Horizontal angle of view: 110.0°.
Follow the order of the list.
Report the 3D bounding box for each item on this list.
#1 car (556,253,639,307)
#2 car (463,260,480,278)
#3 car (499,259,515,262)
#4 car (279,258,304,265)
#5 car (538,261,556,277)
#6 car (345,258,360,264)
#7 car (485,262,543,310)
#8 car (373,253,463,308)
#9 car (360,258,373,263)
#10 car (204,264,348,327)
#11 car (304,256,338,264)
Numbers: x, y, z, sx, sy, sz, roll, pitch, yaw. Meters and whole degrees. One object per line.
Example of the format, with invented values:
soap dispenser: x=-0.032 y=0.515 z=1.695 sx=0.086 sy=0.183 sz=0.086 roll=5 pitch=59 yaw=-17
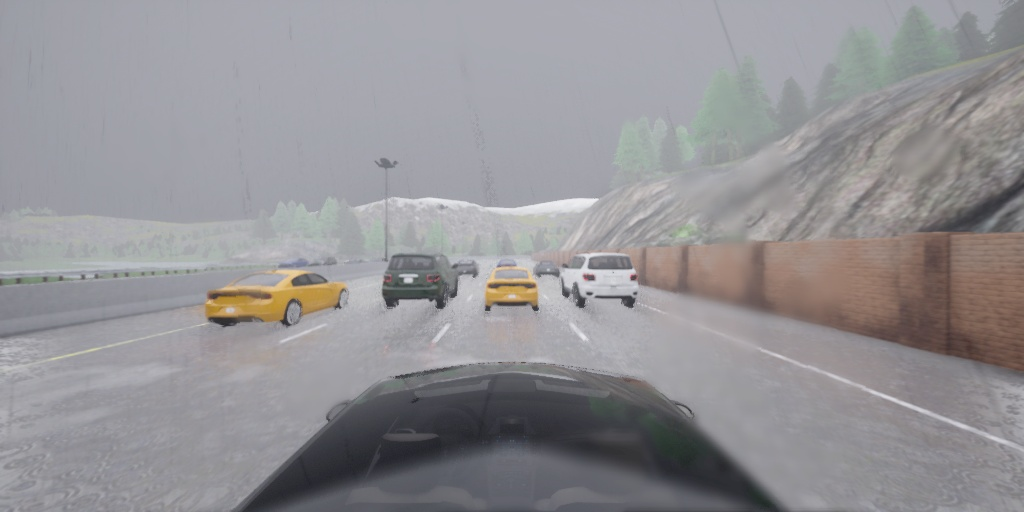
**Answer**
car: x=3.446 y=0.895 z=15.052 sx=2.150 sy=2.045 sz=5.566 roll=0 pitch=0 yaw=-1
car: x=-3.928 y=1.071 z=31.756 sx=2.128 sy=1.511 sz=4.902 roll=0 pitch=0 yaw=-1
car: x=-0.465 y=1.047 z=33.350 sx=1.882 sy=1.535 sz=5.008 roll=0 pitch=0 yaw=-1
car: x=-28.977 y=0.969 z=47.923 sx=1.882 sy=1.535 sz=5.008 roll=0 pitch=0 yaw=-1
car: x=3.056 y=1.137 z=32.496 sx=1.994 sy=1.385 sz=4.181 roll=0 pitch=0 yaw=-1
car: x=-22.034 y=1.036 z=50.930 sx=1.994 sy=1.385 sz=4.181 roll=0 pitch=0 yaw=-1
car: x=-0.042 y=1.156 z=14.224 sx=1.882 sy=1.535 sz=5.008 roll=0 pitch=0 yaw=-1
car: x=-3.549 y=0.897 z=14.796 sx=2.150 sy=2.045 sz=5.566 roll=0 pitch=0 yaw=-1
car: x=-18.505 y=0.987 z=49.057 sx=1.837 sy=1.490 sz=4.892 roll=0 pitch=0 yaw=-1
car: x=-6.991 y=1.174 z=11.346 sx=1.882 sy=1.535 sz=5.008 roll=0 pitch=0 yaw=-1
car: x=-25.493 y=0.839 z=48.579 sx=2.097 sy=1.767 sz=4.553 roll=0 pitch=0 yaw=-1
